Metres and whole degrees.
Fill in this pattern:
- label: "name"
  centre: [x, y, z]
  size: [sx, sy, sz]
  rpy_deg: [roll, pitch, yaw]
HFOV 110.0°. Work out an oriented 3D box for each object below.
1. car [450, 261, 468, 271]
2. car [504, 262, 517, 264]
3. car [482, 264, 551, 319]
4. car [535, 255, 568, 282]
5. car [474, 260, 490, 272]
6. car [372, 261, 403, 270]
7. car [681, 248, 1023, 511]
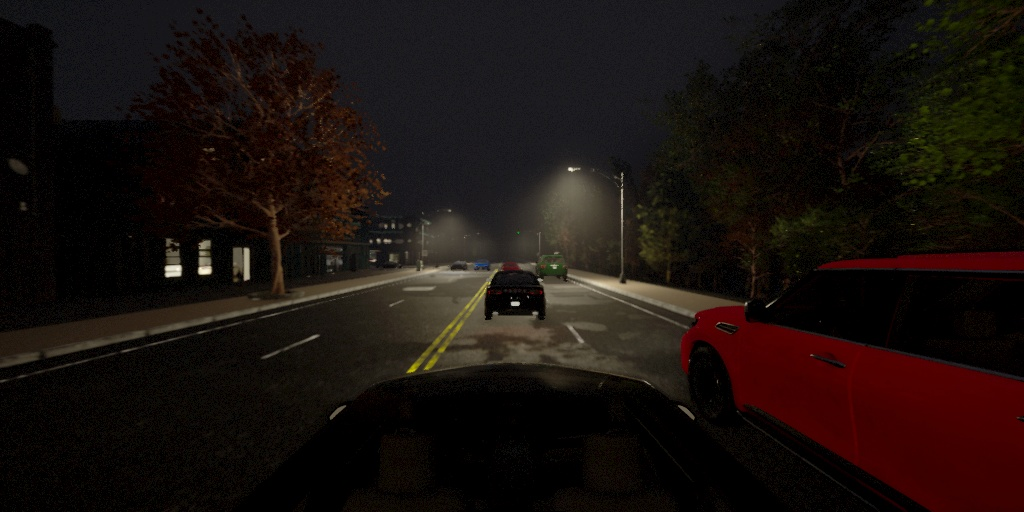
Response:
- label: "car"
  centre: [-7.064, 1.347, 48.357]
  size: [1.895, 1.301, 4.718]
  rpy_deg: [0, 0, 0]
- label: "car"
  centre: [-0.140, 1.272, 30.852]
  size: [1.812, 1.442, 4.674]
  rpy_deg: [0, 0, -1]
- label: "car"
  centre: [0.088, 1.226, 12.802]
  size: [1.882, 1.535, 5.008]
  rpy_deg: [0, 0, 0]
- label: "car"
  centre: [3.134, 0.967, 29.372]
  size: [2.150, 2.045, 5.566]
  rpy_deg: [0, 0, -1]
- label: "car"
  centre: [-3.800, 1.223, 46.292]
  size: [1.882, 1.535, 5.008]
  rpy_deg: [0, 0, 0]
- label: "car"
  centre: [-20.673, 1.564, 60.673]
  size: [4.313, 1.339, 1.948]
  rpy_deg: [0, 0, -1]
- label: "car"
  centre: [3.362, 0.971, 2.526]
  size: [2.150, 2.045, 5.566]
  rpy_deg: [0, 0, 0]
